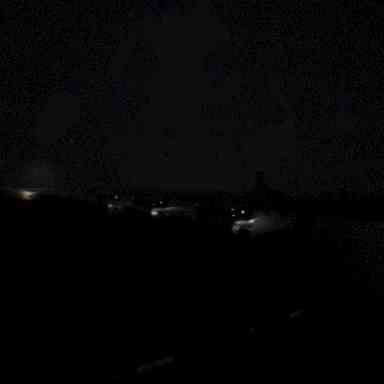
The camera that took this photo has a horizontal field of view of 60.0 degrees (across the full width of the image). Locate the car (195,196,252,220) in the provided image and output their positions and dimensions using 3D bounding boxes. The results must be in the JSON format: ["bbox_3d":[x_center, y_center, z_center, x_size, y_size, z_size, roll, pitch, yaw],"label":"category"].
[{"bbox_3d":[1.991,0.970,22.004,1.994,1.385,4.181,-4,4,-34],"label":"car"}]

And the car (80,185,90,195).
[{"bbox_3d":[-15.307,-0.350,51.452,1.837,1.490,4.892,-4,4,-35],"label":"car"}]

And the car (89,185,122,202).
[{"bbox_3d":[-9.738,0.229,38.529,2.128,1.511,4.902,-4,4,-35],"label":"car"}]

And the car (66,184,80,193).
[{"bbox_3d":[-21.189,-0.647,59.741,1.837,1.490,4.892,-4,4,-35],"label":"car"}]

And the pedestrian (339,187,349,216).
[{"bbox_3d":[9.744,0.592,21.345,0.375,1.860,0.375,-2,1,-35],"label":"pedestrian"}]

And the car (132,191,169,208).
[{"bbox_3d":[-3.825,0.637,30.183,1.994,1.385,4.181,-4,4,-36],"label":"car"}]
